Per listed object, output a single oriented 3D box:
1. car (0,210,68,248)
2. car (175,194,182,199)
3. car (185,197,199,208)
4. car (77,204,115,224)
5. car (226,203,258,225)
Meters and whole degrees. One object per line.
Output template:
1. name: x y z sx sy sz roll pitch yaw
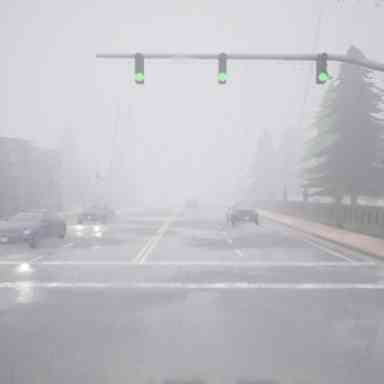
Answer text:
1. car: -7.098 1.540 14.892 1.812 1.442 4.674 0 0 0
2. car: -3.511 1.300 84.829 1.837 1.490 4.892 0 0 0
3. car: 0.045 1.523 47.888 1.882 1.535 5.008 0 0 0
4. car: -7.091 1.587 24.915 1.994 1.385 4.181 0 0 0
5. car: 3.596 1.549 24.125 1.812 1.442 4.674 0 0 0
